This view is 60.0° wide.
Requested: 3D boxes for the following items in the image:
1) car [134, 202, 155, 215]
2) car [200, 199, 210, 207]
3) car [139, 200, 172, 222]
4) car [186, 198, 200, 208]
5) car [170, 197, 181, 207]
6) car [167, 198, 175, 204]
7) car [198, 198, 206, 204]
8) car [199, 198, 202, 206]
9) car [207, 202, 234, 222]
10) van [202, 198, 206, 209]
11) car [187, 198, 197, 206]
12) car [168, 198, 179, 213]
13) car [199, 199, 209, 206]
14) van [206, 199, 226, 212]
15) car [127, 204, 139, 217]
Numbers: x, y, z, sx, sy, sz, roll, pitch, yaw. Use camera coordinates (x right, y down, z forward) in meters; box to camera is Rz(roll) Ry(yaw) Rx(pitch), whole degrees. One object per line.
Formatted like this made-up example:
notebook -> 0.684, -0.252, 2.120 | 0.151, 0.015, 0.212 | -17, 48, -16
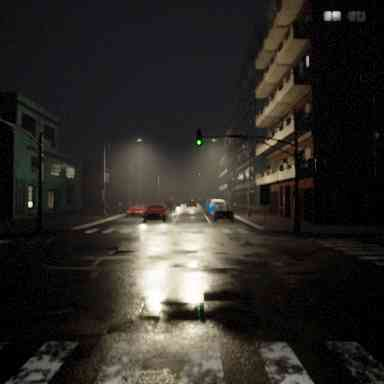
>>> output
car -> -5.707, 1.956, 40.476 | 1.887, 1.381, 4.507 | 1, -1, 0
car -> 2.653, 2.239, 68.421 | 1.947, 1.339, 4.313 | 1, -1, 0
car -> -3.109, 1.780, 29.408 | 1.882, 1.535, 5.008 | 0, -1, 0
car -> -0.042, 2.133, 58.839 | 2.033, 1.411, 5.357 | 0, -1, 0
car -> -3.045, 2.143, 63.427 | 2.128, 1.511, 4.902 | 0, -1, 0
car -> -5.743, 2.436, 90.695 | 1.947, 1.339, 4.313 | 1, -1, 0
car -> 2.642, 2.366, 85.163 | 1.887, 1.381, 4.507 | 1, -1, 0
car -> 2.661, 2.097, 57.429 | 1.752, 1.417, 4.829 | 1, -1, 0
car -> 2.681, 1.851, 29.358 | 2.008, 1.369, 4.403 | 1, -1, 0
van -> 2.672, 1.805, 46.101 | 1.690, 1.788, 3.998 | 1, -1, 0
car -> -0.051, 2.053, 69.265 | 2.033, 1.411, 5.357 | 0, -1, 0
car -> -3.102, 1.951, 44.130 | 1.837, 1.490, 4.892 | 0, -1, 0
car -> 2.650, 2.289, 74.001 | 1.947, 1.339, 4.313 | 1, -1, 0
van -> 2.680, 1.697, 34.939 | 1.690, 1.788, 3.998 | 1, -1, 0
car -> -5.704, 1.938, 34.895 | 1.802, 1.307, 4.206 | 1, -1, 0
